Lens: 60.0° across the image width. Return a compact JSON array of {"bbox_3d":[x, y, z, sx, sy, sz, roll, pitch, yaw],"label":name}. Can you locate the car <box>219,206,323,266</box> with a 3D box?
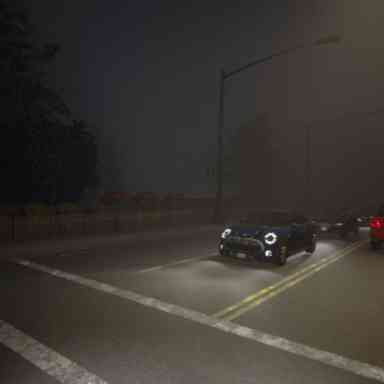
[{"bbox_3d":[2.894,1.425,12.127,2.097,1.767,4.553,2,0,37],"label":"car"}]

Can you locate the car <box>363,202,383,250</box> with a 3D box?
[{"bbox_3d":[9.451,1.472,14.727,2.150,2.045,5.566,2,0,38],"label":"car"}]

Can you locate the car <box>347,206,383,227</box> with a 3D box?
[{"bbox_3d":[14.049,1.896,26.887,1.812,1.442,4.674,2,0,37],"label":"car"}]

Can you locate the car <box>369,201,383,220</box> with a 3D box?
[{"bbox_3d":[20.274,1.888,35.063,2.097,1.767,4.553,2,0,38],"label":"car"}]

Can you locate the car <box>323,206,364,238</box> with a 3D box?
[{"bbox_3d":[8.452,1.713,19.495,2.128,1.511,4.902,2,0,37],"label":"car"}]
